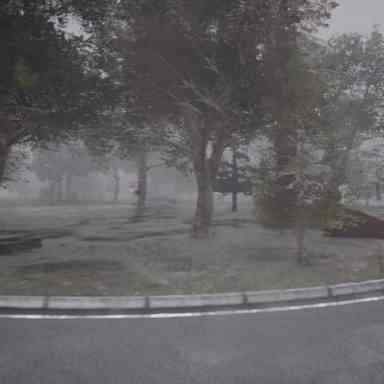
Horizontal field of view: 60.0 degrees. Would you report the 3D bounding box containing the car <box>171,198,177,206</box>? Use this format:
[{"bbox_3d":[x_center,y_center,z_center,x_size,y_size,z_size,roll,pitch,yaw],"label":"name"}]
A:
[{"bbox_3d":[-4.581,1.251,45.829,5.008,1.535,1.882,0,0,-4],"label":"car"}]

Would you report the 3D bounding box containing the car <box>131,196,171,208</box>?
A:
[{"bbox_3d":[-5.457,1.390,42.564,4.718,1.301,1.895,0,0,-9],"label":"car"}]
